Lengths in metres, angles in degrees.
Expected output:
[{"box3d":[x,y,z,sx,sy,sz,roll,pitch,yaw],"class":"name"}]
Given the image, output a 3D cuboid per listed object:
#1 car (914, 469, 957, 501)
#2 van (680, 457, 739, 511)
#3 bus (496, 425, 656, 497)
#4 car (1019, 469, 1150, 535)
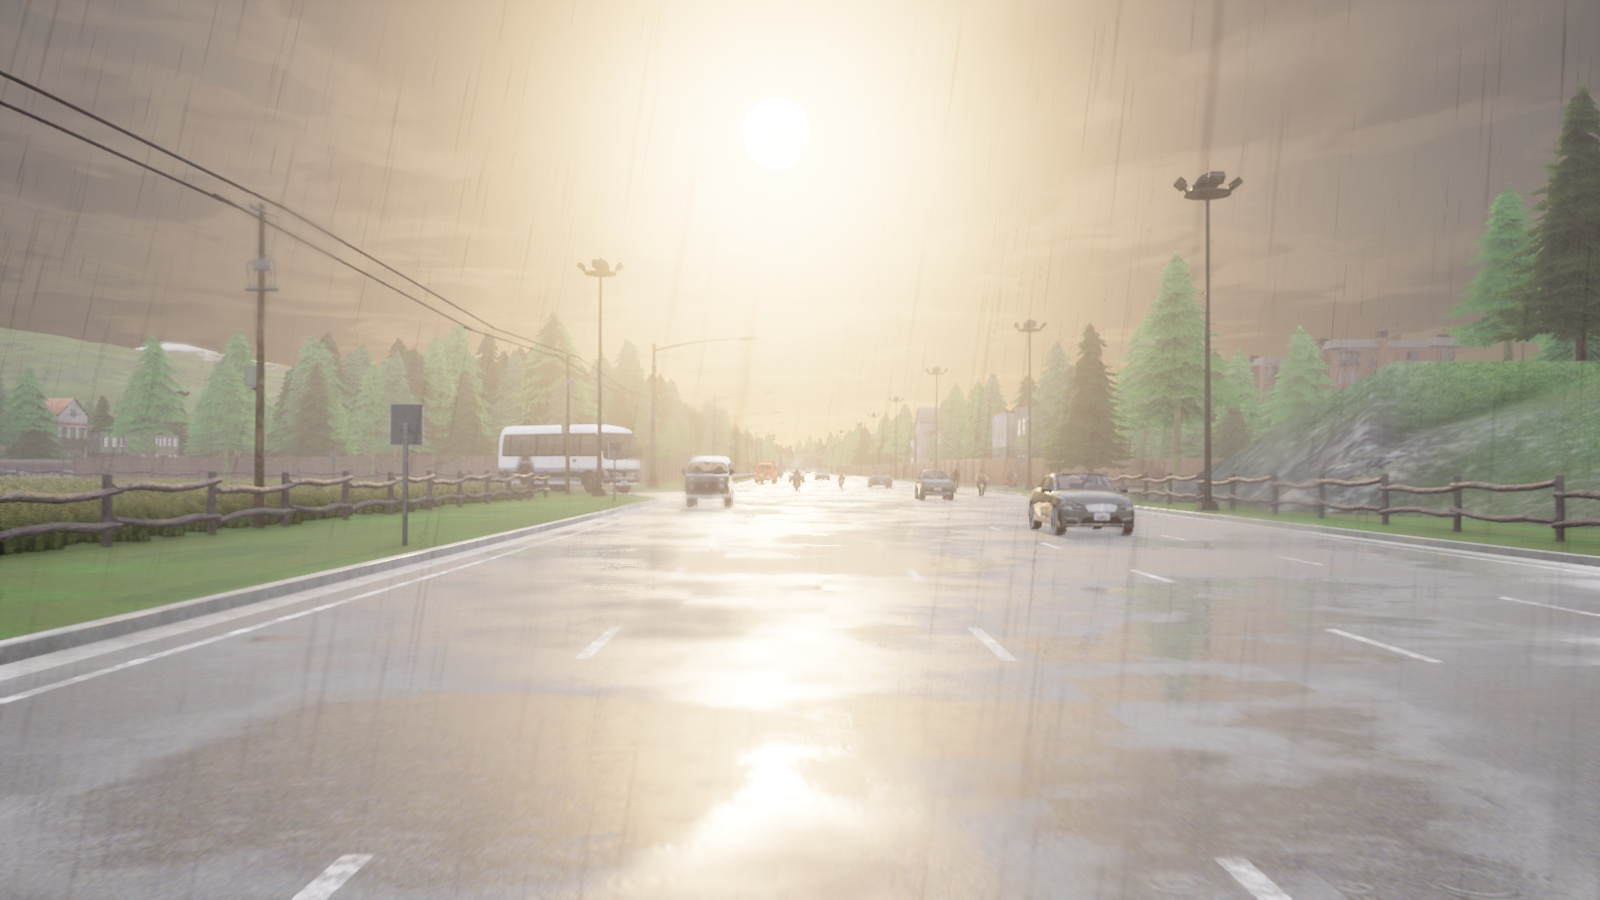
[{"box3d":[6.847,1.752,63.821,1.789,1.549,3.705,0,-1,0],"class":"car"},{"box3d":[-3.624,1.330,50.923,2.069,2.038,4.480,0,0,0],"class":"van"},{"box3d":[-14.089,0.709,78.580,10.273,4.253,3.944,-1,-1,37],"class":"bus"},{"box3d":[6.925,1.224,31.157,2.128,1.511,4.902,0,-1,0],"class":"car"}]
